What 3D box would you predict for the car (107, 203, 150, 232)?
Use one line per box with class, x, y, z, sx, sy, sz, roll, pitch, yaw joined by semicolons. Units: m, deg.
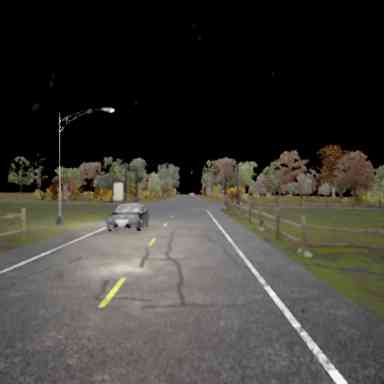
car;-3.602;1.422;19.521;2.128;1.511;4.902;0;0;0
